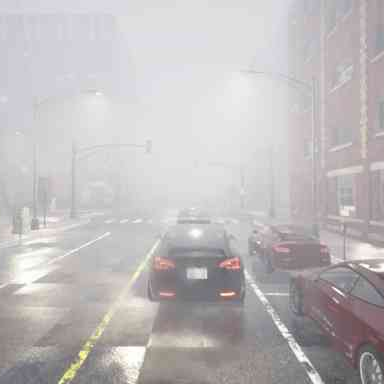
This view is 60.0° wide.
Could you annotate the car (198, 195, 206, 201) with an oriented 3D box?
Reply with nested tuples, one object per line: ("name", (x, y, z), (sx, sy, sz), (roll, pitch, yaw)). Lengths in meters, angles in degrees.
("car", (2.612, 1.597, 87.768), (1.947, 1.339, 4.313), (1, 0, 0))

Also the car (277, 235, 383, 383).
("car", (2.663, 1.583, 4.597), (1.802, 1.307, 4.206), (1, 0, 0))

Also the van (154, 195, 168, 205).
("van", (-5.736, 1.359, 59.537), (1.690, 1.788, 3.998), (1, 0, 0))

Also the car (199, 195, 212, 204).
("car", (2.641, 1.544, 59.677), (1.752, 1.417, 4.829), (1, 0, 0))

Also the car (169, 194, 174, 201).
("car", (-5.757, 1.607, 76.494), (1.802, 1.307, 4.206), (1, 0, 0))

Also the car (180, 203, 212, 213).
("car", (0.083, 1.552, 17.570), (2.033, 1.411, 5.357), (0, 0, -1))

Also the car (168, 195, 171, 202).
("car", (-5.746, 1.603, 65.189), (1.802, 1.307, 4.206), (1, 0, 0))

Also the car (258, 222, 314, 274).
("car", (2.827, 1.585, 10.253), (1.802, 1.307, 4.206), (1, 0, 0))

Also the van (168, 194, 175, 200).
("van", (-5.771, 1.376, 93.451), (1.690, 1.788, 3.998), (1, 0, 0))

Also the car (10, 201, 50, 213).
("car", (-18.750, 1.730, 38.614), (4.313, 1.339, 1.947), (0, -1, 0))

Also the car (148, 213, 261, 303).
("car", (0.092, 1.506, 8.298), (2.163, 1.488, 4.792), (0, 0, 0))
